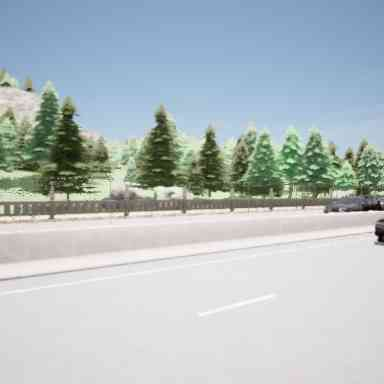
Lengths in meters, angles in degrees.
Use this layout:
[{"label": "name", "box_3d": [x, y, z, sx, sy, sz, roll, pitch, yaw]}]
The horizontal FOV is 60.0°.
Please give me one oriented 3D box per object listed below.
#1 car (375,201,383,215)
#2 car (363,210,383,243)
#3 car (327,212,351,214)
[{"label": "car", "box_3d": [22.351, 1.761, 36.978, 4.181, 1.385, 1.994, 0, 0, -36]}, {"label": "car", "box_3d": [10.380, 1.579, 15.455, 4.902, 1.511, 2.128, 0, 0, -36]}, {"label": "car", "box_3d": [12.518, 1.345, 25.717, 5.566, 2.045, 2.150, 1, 0, -35]}]
